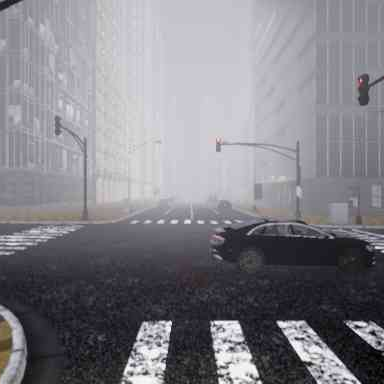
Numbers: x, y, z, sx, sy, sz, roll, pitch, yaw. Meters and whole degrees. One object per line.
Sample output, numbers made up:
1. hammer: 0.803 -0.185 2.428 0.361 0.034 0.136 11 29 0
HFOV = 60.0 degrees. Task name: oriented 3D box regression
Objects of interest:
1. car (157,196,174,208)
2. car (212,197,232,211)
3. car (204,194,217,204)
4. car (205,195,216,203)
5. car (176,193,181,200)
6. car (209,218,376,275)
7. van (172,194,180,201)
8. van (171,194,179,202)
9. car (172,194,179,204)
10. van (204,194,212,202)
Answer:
1. car: -3.990 1.622 47.283 1.802 1.307 4.206 0 0 0
2. car: 3.959 1.605 41.784 1.947 1.339 4.313 0 0 0
3. car: 3.833 1.353 63.893 2.192 1.841 5.009 0 0 0
4. car: 3.814 1.475 69.421 1.967 1.590 4.097 0 0 0
5. car: -4.086 1.473 74.922 1.967 1.590 4.097 0 0 0
6. car: 2.976 1.571 10.173 4.902 1.511 2.128 1 0 -3
7. van: -4.124 1.368 85.976 1.690 1.788 3.998 0 0 0
8. van: -4.105 1.371 80.449 1.690 1.788 3.998 0 0 0
9. car: -4.047 1.604 63.866 1.947 1.339 4.313 0 0 0
10. van: 3.775 1.371 80.476 1.690 1.788 3.998 0 0 0
